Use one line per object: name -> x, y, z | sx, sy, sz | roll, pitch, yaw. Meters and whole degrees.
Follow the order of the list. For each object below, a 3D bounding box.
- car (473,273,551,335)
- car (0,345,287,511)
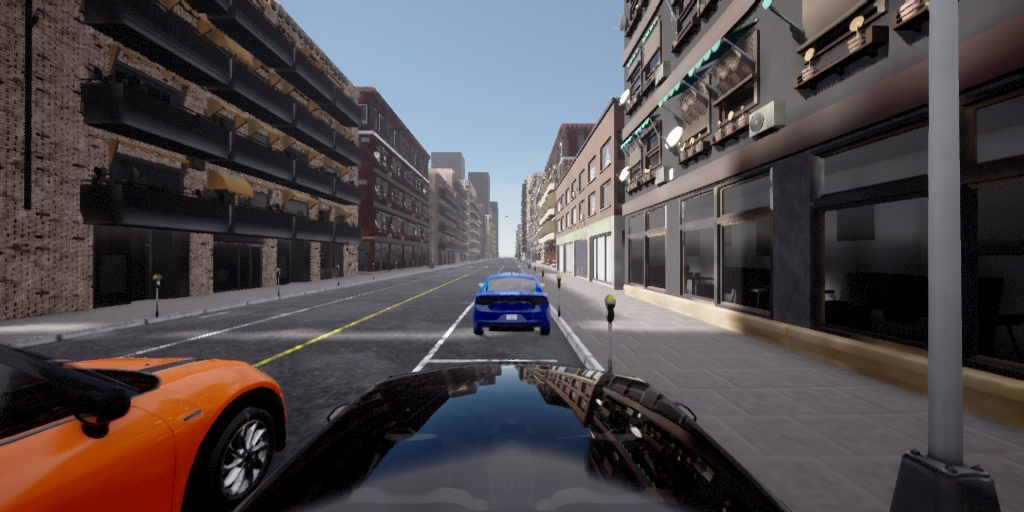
car -> -0.005, 1.218, 10.499 | 1.882, 1.535, 5.008 | 0, 0, 0
car -> -3.145, 1.097, 1.470 | 2.097, 1.767, 4.553 | 0, 0, 0
